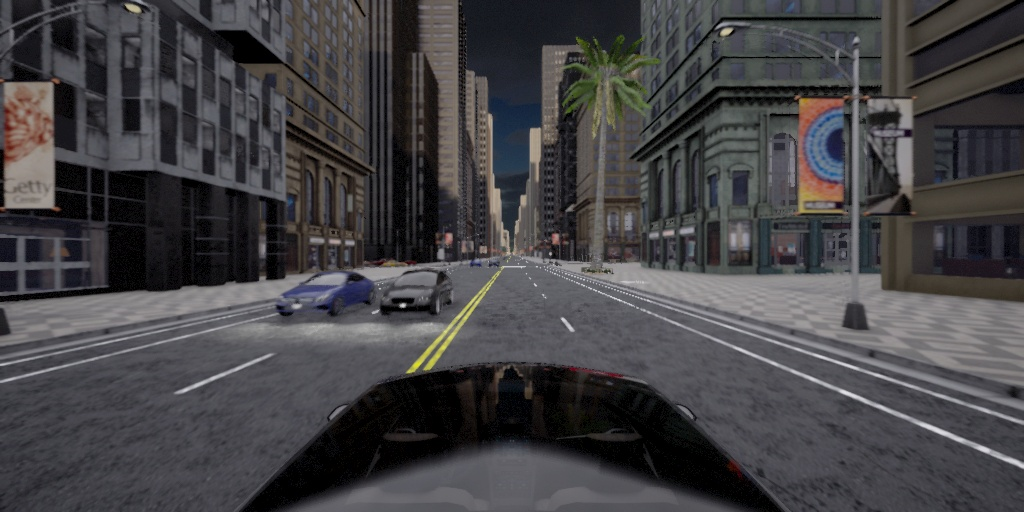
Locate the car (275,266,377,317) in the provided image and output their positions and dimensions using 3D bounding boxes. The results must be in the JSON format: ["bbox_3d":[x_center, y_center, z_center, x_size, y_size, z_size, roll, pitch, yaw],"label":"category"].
[{"bbox_3d":[-6.602,1.286,13.335,1.812,1.442,4.674,0,0,0],"label":"car"}]

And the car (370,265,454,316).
[{"bbox_3d":[-3.352,1.266,13.429,1.837,1.490,4.892,0,0,0],"label":"car"}]

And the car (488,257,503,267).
[{"bbox_3d":[-3.259,1.316,65.151,2.033,1.411,5.357,0,0,0],"label":"car"}]

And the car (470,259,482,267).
[{"bbox_3d":[-6.512,1.249,64.884,1.882,1.535,5.008,0,0,0],"label":"car"}]
